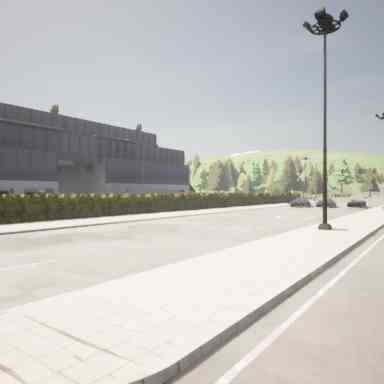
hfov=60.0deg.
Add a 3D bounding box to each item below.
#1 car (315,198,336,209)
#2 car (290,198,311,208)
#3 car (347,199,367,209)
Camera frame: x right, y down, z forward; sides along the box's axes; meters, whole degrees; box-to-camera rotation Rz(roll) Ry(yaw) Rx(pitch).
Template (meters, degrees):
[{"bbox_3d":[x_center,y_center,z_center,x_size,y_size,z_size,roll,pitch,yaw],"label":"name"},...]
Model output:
[{"bbox_3d":[18.612,1.557,46.142,1.994,1.385,4.181,0,0,36],"label":"car"},{"bbox_3d":[15.660,1.555,48.030,1.994,1.385,4.181,0,0,36],"label":"car"},{"bbox_3d":[22.700,1.595,45.847,1.895,1.301,4.718,0,0,36],"label":"car"}]
